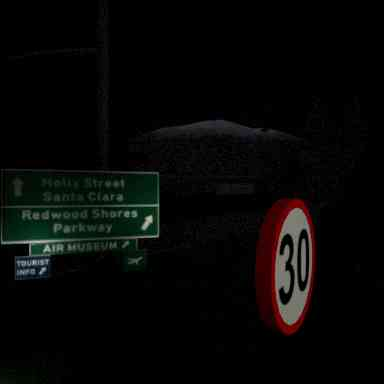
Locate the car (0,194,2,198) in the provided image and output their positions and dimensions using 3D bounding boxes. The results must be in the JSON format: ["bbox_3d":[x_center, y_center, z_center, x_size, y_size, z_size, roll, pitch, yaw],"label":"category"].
[{"bbox_3d":[-38.761,1.489,69.909,4.514,1.523,2.007,0,0,35],"label":"car"}]

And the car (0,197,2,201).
[{"bbox_3d":[-12.447,1.505,26.033,1.905,1.878,3.866,0,0,35],"label":"car"}]
